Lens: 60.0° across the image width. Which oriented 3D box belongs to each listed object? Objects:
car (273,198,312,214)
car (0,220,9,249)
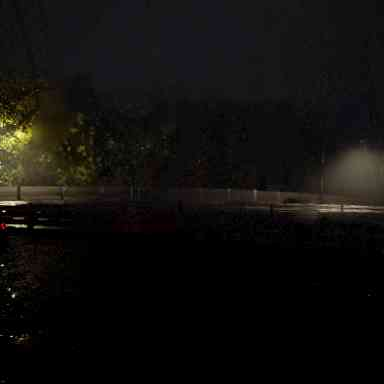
[{"bbox_3d":[13.111,1.775,43.353,5.566,2.045,2.150,3,-1,-25],"label":"car"},{"bbox_3d":[-9.622,1.436,13.440,4.553,1.767,2.097,0,0,28],"label":"car"}]
